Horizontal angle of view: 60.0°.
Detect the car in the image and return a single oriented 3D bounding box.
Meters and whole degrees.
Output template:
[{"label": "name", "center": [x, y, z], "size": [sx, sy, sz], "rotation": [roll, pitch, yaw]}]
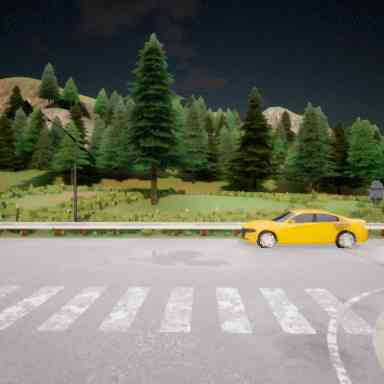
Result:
[{"label": "car", "center": [4.571, 1.475, 13.844], "size": [5.008, 1.535, 1.882], "rotation": [0, 0, 1]}]
